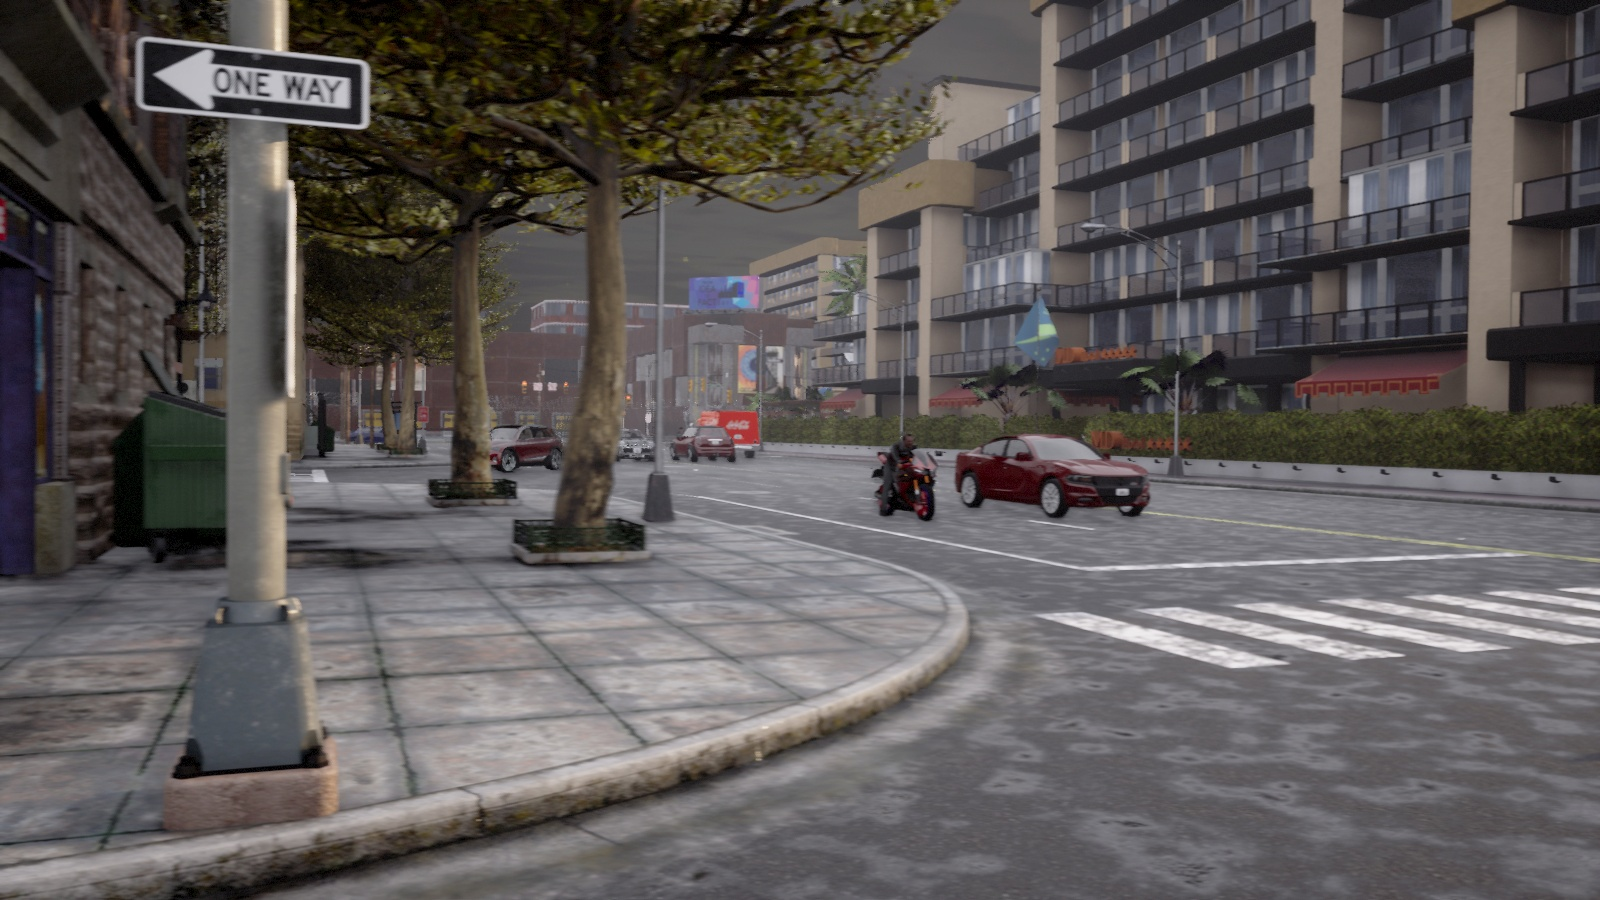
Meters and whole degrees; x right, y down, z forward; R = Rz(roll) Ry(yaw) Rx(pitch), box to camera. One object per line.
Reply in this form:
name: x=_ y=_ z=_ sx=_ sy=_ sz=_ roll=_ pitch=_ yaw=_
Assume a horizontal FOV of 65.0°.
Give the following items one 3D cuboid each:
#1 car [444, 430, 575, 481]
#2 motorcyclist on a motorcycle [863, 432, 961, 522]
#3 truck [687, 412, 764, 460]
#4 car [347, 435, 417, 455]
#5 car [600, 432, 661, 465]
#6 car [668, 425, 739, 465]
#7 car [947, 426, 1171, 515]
car: x=-9.972 y=0.128 z=43.486 sx=2.033 sy=1.649 sz=4.856 roll=0 pitch=1 yaw=21
motorcyclist on a motorcycle: x=1.980 y=0.445 z=22.535 sx=0.866 sy=1.530 sz=2.191 roll=-1 pitch=1 yaw=-21
truck: x=-4.042 y=-0.743 z=67.233 sx=2.627 sy=2.467 sz=5.204 roll=-1 pitch=1 yaw=-21
car: x=-31.250 y=-0.367 z=93.924 sx=4.674 sy=1.442 sz=1.812 roll=0 pitch=1 yaw=9
car: x=-7.838 y=-0.090 z=57.683 sx=1.970 sy=1.475 sz=3.806 roll=-1 pitch=1 yaw=-20
car: x=-4.563 y=-0.252 z=58.885 sx=2.097 sy=1.767 sz=4.553 roll=-1 pitch=1 yaw=-21
car: x=4.910 y=0.321 z=24.654 sx=1.882 sy=1.535 sz=5.008 roll=-1 pitch=1 yaw=-21
